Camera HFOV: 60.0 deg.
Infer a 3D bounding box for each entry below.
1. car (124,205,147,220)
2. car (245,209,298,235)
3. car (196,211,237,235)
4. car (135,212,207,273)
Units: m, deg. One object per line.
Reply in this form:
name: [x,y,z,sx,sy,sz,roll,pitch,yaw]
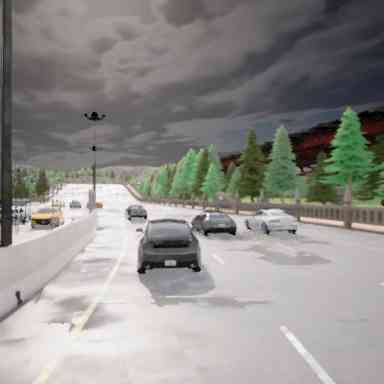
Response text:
car: [-5.574,1.995,32.923,2.033,1.411,5.357,0,-1,-16]
car: [4.794,1.775,20.505,1.812,1.442,4.674,0,-1,-11]
car: [1.244,1.824,20.328,1.994,1.385,4.181,0,-1,-12]
car: [-0.832,1.658,11.293,1.837,1.490,4.892,0,0,-6]
